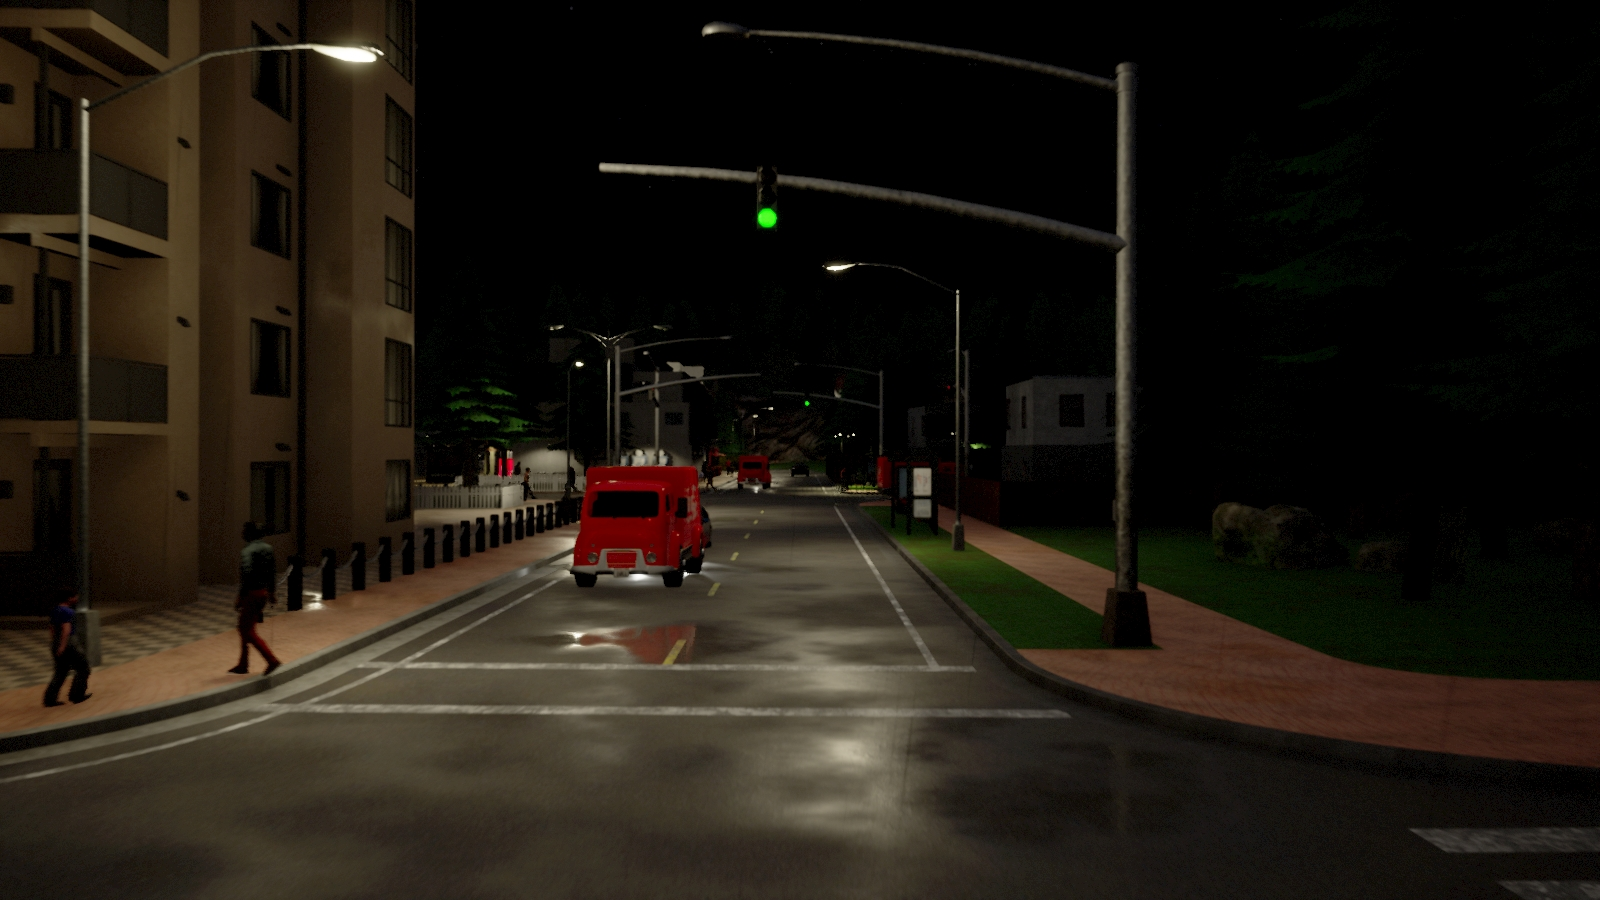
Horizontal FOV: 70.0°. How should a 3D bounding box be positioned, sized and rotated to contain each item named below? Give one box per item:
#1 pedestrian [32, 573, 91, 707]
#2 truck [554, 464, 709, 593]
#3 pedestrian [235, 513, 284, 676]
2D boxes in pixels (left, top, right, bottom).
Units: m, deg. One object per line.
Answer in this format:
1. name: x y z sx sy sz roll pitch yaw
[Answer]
1. pedestrian: -7.629 1.953 11.811 0.375 1.300 0.375 0 0 28
2. truck: -3.495 1.563 24.943 2.627 2.467 5.204 0 0 0
3. pedestrian: -6.335 1.677 13.389 0.375 1.860 0.375 0 0 6
